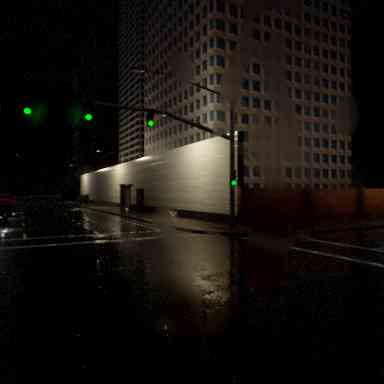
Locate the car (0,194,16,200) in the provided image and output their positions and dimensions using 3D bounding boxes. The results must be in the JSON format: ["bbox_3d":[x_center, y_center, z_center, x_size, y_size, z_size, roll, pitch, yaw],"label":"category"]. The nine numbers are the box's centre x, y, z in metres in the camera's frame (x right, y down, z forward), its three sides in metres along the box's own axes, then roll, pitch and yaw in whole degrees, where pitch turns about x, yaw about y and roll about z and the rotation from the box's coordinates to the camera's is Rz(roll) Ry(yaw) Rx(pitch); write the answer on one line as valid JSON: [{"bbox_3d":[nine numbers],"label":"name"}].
[{"bbox_3d":[-22.431,1.253,39.851,2.150,2.045,5.566,0,0,-27],"label":"car"}]

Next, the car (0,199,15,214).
[{"bbox_3d":[-17.573,1.582,30.443,1.994,1.385,4.181,0,0,-27],"label":"car"}]

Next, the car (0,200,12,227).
[{"bbox_3d":[-13.483,1.511,22.531,1.837,1.490,4.892,0,0,-27],"label":"car"}]
